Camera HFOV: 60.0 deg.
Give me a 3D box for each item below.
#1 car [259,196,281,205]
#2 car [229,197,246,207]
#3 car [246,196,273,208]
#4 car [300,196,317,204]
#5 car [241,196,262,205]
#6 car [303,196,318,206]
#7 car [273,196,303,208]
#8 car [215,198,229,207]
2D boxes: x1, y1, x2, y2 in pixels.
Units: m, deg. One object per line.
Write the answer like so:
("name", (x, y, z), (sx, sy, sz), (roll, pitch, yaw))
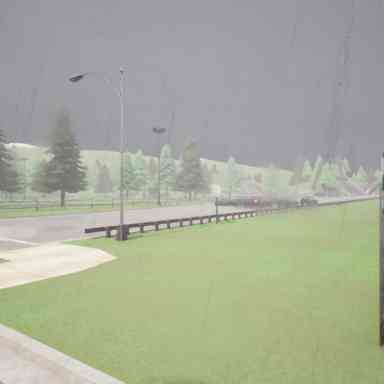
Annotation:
("car", (13.896, 1.491, 58.935), (2.128, 1.511, 4.902), (0, 0, 35))
("car", (8.063, 1.491, 50.505), (2.128, 1.511, 4.902), (0, 0, 35))
("car", (9.858, 1.353, 46.883), (2.097, 1.767, 4.553), (0, 0, 35))
("car", (23.076, 1.526, 65.773), (1.812, 1.442, 4.674), (0, 0, 35))
("car", (11.028, 1.477, 60.941), (1.882, 1.535, 5.008), (0, 0, 35))
("car", (19.157, 1.505, 54.243), (1.837, 1.490, 4.892), (0, 0, 35))
("car", (13.294, 1.505, 45.782), (1.837, 1.490, 4.892), (0, 0, 35))
("car", (5.366, 1.564, 52.742), (1.994, 1.385, 4.181), (0, 0, 35))
